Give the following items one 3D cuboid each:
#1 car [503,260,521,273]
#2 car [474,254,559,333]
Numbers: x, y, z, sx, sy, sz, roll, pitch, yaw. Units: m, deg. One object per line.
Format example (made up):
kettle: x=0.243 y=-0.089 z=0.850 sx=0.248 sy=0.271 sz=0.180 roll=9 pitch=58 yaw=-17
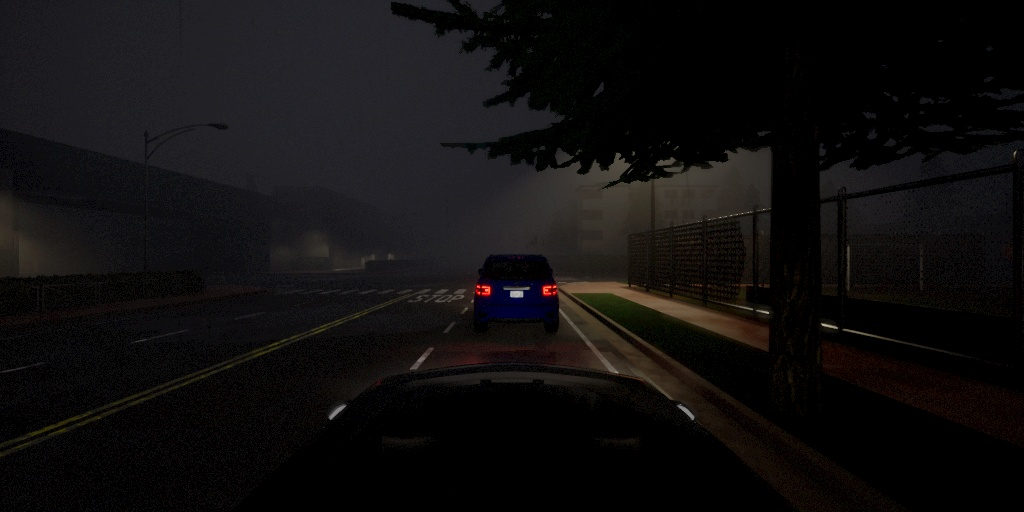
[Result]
car: x=0.013 y=1.241 z=45.770 sx=2.128 sy=1.511 sz=4.902 roll=0 pitch=0 yaw=0
car: x=0.113 y=0.972 z=10.933 sx=2.150 sy=2.045 sz=5.566 roll=0 pitch=0 yaw=0
